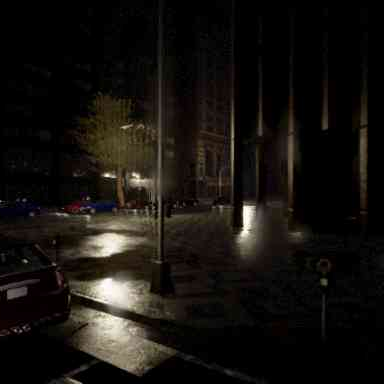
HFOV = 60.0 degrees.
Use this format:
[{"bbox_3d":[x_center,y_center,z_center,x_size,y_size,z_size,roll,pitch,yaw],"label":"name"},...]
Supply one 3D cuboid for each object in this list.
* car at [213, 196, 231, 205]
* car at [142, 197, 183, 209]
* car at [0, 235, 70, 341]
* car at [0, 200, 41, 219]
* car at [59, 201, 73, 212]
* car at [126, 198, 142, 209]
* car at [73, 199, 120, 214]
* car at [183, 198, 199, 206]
[{"bbox_3d":[5.329,1.486,56.157,1.837,1.490,4.892,0,0,35],"label":"car"},{"bbox_3d":[-3.783,1.477,43.472,1.837,1.490,4.892,0,0,36],"label":"car"},{"bbox_3d":[-4.036,1.454,5.835,4.097,1.590,1.967,0,0,35],"label":"car"},{"bbox_3d":[-15.002,1.542,27.671,1.812,1.442,4.674,0,0,37],"label":"car"},{"bbox_3d":[-12.486,1.551,36.853,1.994,1.385,4.181,0,0,34],"label":"car"},{"bbox_3d":[-6.811,1.491,44.819,1.812,1.442,4.674,0,0,35],"label":"car"},{"bbox_3d":[-9.736,1.521,35.097,1.812,1.442,4.674,0,0,35],"label":"car"},{"bbox_3d":[-0.981,1.547,52.983,1.895,1.301,4.718,0,0,36],"label":"car"}]
